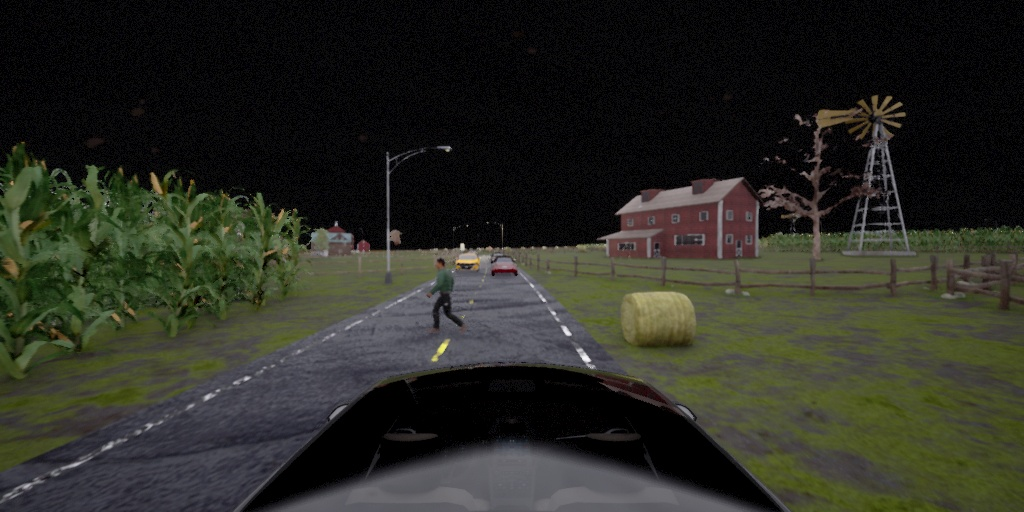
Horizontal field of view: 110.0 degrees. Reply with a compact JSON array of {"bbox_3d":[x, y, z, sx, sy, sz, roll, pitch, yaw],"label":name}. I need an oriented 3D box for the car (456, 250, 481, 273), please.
[{"bbox_3d":[-3.720,0.539,30.791,1.882,1.535,5.008,0,1,-3],"label":"car"}]

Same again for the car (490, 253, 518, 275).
[{"bbox_3d":[-0.621,0.698,27.659,1.994,1.385,4.181,0,1,-3],"label":"car"}]

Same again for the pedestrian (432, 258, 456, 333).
[{"bbox_3d":[-1.586,0.882,8.381,0.375,1.860,0.375,0,1,-2],"label":"pedestrian"}]

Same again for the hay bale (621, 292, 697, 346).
[{"bbox_3d":[3.091,1.260,7.718,1.220,1.180,1.240,0,0,-1],"label":"hay bale"}]
